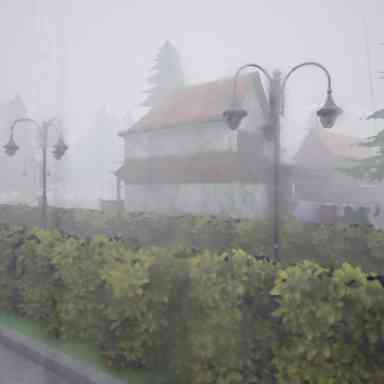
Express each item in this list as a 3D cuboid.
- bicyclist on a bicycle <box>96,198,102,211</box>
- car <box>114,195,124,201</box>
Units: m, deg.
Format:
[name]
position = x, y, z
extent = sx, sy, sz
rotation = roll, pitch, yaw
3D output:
[bicyclist on a bicycle]
position = -8.118, 1.370, 29.723
extent = 1.656, 1.620, 0.582
rotation = 0, 0, 36
[car]
position = -8.017, 1.261, 42.516
extent = 2.150, 2.045, 5.566
rotation = 0, 0, 37
